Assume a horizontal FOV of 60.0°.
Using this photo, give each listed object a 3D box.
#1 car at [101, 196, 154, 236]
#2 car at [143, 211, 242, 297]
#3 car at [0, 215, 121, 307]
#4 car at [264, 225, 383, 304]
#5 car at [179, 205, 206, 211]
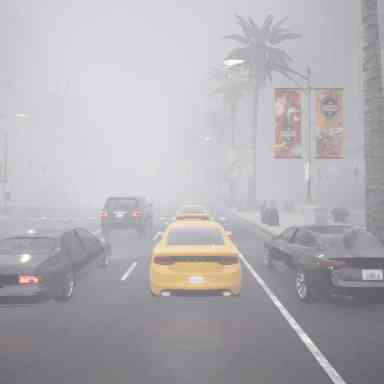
[{"bbox_3d":[-3.467,1.222,18.565,2.150,2.045,5.566,0,0,0],"label":"car"},{"bbox_3d":[0.070,1.478,8.637,1.882,1.535,5.008,0,0,0],"label":"car"},{"bbox_3d":[-3.424,1.547,8.206,2.033,1.411,5.357,0,0,0],"label":"car"},{"bbox_3d":[3.164,1.513,8.227,2.161,1.482,4.786,0,0,-1],"label":"car"},{"bbox_3d":[0.031,1.478,18.836,1.882,1.535,5.008,0,0,0],"label":"car"}]
